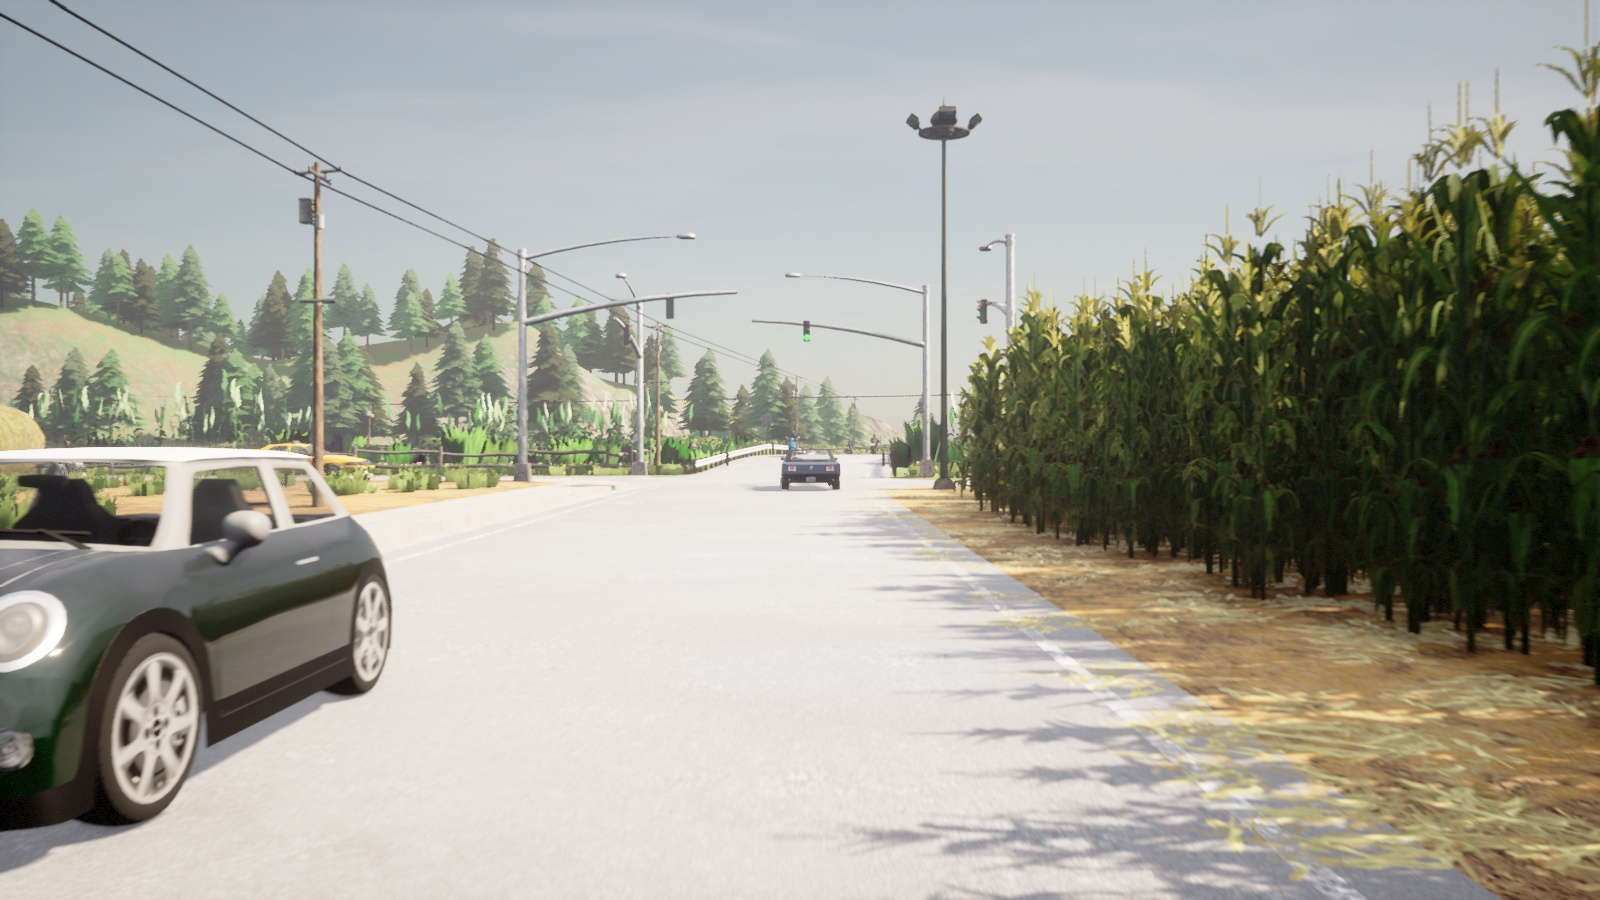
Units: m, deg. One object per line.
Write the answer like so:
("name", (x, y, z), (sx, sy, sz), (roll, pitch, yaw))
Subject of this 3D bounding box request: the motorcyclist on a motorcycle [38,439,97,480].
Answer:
("motorcyclist on a motorcycle", (-29.036, 0.361, 49.782), (1.817, 1.590, 0.866), (0, 0, 3))

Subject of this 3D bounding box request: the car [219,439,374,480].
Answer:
("car", (-19.697, 0.357, 49.239), (5.366, 1.575, 1.801), (0, 0, 3))

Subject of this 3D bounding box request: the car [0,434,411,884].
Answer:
("car", (-3.455, 0.675, 6.026), (1.970, 1.475, 3.806), (0, 0, 0))

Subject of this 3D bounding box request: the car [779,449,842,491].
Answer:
("car", (0.294, 0.613, 41.547), (1.895, 1.301, 4.718), (0, 0, -2))
